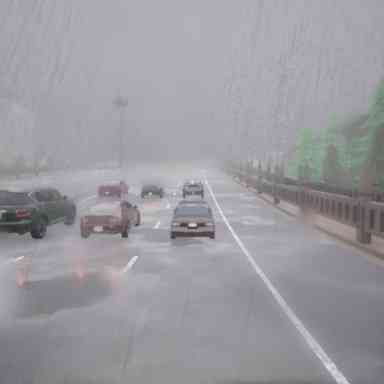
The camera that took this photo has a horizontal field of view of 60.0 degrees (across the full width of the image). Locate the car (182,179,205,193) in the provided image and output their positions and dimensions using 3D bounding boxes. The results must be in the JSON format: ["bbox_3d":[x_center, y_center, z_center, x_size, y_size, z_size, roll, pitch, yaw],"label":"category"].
[{"bbox_3d":[0.123,-0.400,29.554,2.128,1.511,4.902,0,7,0],"label":"car"}]

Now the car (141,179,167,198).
[{"bbox_3d":[-3.377,-0.379,29.573,1.837,1.490,4.892,0,7,0],"label":"car"}]

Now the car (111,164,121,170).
[{"bbox_3d":[-17.119,-5.759,76.032,1.812,1.442,4.674,0,7,0],"label":"car"}]

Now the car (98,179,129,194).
[{"bbox_3d":[-6.879,-0.395,29.451,1.882,1.535,5.008,0,6,0],"label":"car"}]

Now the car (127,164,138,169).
[{"bbox_3d":[-13.619,-5.731,76.016,1.994,1.385,4.181,0,7,0],"label":"car"}]

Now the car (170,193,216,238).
[{"bbox_3d":[0.040,1.075,14.569,2.033,1.411,5.357,0,4,0],"label":"car"}]

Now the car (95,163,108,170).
[{"bbox_3d":[-20.619,-5.783,76.049,1.837,1.490,4.892,0,7,0],"label":"car"}]

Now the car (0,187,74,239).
[{"bbox_3d":[-6.959,0.764,14.623,2.150,2.045,5.566,0,4,0],"label":"car"}]

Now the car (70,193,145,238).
[{"bbox_3d":[-3.460,1.046,14.586,1.812,1.442,4.674,0,4,0],"label":"car"}]
